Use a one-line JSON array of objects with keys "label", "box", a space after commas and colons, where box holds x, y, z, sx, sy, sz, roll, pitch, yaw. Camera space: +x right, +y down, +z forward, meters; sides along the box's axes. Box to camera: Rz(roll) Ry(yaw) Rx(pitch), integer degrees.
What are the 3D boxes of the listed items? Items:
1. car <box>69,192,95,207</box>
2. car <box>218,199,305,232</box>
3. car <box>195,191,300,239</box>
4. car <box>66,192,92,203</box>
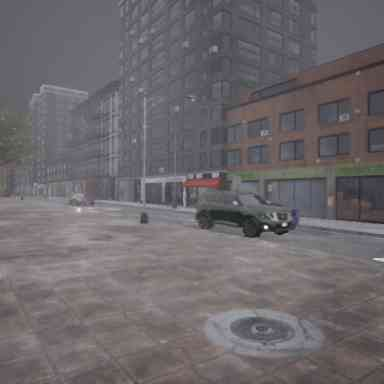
[{"label": "car", "box": [-12.587, 0.890, 37.774, 1.812, 1.442, 4.674, 1, 0, -35]}, {"label": "car", "box": [3.894, 1.246, 19.542, 1.882, 1.535, 5.008, 1, 1, -35]}, {"label": "car", "box": [2.394, 0.994, 16.561, 2.150, 2.045, 5.566, 1, 1, -35]}, {"label": "car", "box": [-16.467, 0.781, 48.305, 2.128, 1.511, 4.902, 1, 0, -35]}]
